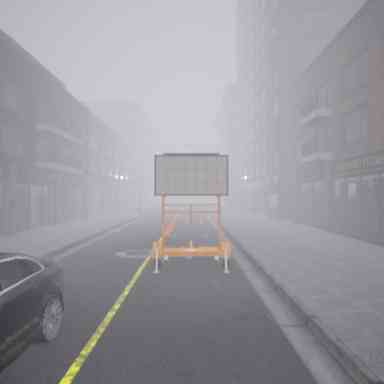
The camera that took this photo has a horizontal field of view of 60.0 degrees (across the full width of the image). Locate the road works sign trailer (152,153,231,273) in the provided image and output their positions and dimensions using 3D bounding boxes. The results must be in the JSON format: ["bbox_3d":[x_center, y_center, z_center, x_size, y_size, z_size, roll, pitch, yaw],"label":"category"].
[{"bbox_3d":[-0.020,0.530,10.903,2.380,3.560,2.880,0,0,0],"label":"road works sign trailer"}]

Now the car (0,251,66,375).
[{"bbox_3d":[-3.008,1.514,3.657,2.128,1.511,4.902,0,0,0],"label":"car"}]
